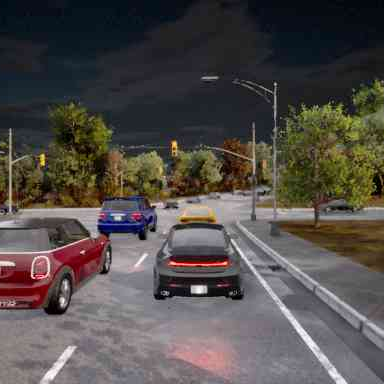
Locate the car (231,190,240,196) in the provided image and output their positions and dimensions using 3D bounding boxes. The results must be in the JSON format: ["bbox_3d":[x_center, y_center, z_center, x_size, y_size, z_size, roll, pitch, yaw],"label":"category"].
[{"bbox_3d":[11.722,0.221,86.307,1.812,1.442,4.674,0,3,31],"label":"car"}]

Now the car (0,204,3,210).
[{"bbox_3d":[-21.534,1.708,32.121,4.902,1.511,2.128,-1,0,4],"label":"car"}]

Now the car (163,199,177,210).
[{"bbox_3d":[-2.959,1.676,45.116,2.033,1.411,5.357,0,0,-7],"label":"car"}]

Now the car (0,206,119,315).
[{"bbox_3d":[-3.356,1.362,7.758,2.097,1.767,4.553,0,0,1],"label":"car"}]

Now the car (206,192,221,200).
[{"bbox_3d":[4.812,0.891,73.459,2.097,1.767,4.553,0,2,23],"label":"car"}]

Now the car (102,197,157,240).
[{"bbox_3d":[-3.189,1.260,17.321,2.150,2.045,5.566,0,0,2],"label":"car"}]

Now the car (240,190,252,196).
[{"bbox_3d":[14.590,0.266,84.288,1.994,1.385,4.181,0,3,33],"label":"car"}]

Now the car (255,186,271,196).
[{"bbox_3d":[17.911,0.149,83.010,1.882,1.535,5.008,0,3,33],"label":"car"}]

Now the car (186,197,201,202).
[{"bbox_3d":[0.265,1.557,61.973,1.994,1.385,4.181,0,1,19],"label":"car"}]

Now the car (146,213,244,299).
[{"bbox_3d":[0.150,1.516,8.425,1.837,1.490,4.892,0,0,1],"label":"car"}]

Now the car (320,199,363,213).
[{"bbox_3d":[16.368,1.533,36.977,4.902,1.511,2.128,-1,0,4],"label":"car"}]

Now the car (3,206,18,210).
[{"bbox_3d":[-21.189,1.826,35.611,4.718,1.301,1.895,-1,0,3],"label":"car"}]

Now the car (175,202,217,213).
[{"bbox_3d":[0.340,1.518,17.804,1.882,1.535,5.008,0,0,2],"label":"car"}]
